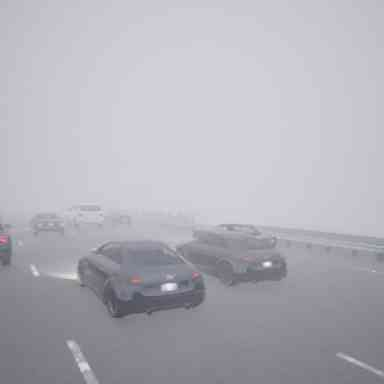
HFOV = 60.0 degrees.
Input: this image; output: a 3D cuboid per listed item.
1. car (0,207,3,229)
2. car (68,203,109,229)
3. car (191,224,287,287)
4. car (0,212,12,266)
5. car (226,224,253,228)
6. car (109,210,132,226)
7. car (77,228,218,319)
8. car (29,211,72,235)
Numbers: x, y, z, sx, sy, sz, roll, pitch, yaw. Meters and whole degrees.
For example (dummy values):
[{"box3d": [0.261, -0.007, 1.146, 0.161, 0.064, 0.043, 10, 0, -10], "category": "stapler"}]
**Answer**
[{"box3d": [-16.504, 2.029, 26.972, 1.882, 1.535, 5.008, 2, -2, -30], "category": "car"}, {"box3d": [-9.202, 1.991, 28.365, 2.150, 2.045, 5.566, 2, -2, -30], "category": "car"}, {"box3d": [1.045, 1.974, 10.812, 1.994, 1.385, 4.181, 2, -2, -30], "category": "car"}, {"box3d": [-7.840, 1.600, 12.185, 2.097, 1.767, 4.553, 2, -2, -30], "category": "car"}, {"box3d": [1.833, 2.220, 16.415, 1.895, 1.301, 4.718, 2, -2, -30], "category": "car"}, {"box3d": [-7.170, 2.460, 31.774, 1.812, 1.442, 4.674, 2, -2, -30], "category": "car"}, {"box3d": [-1.437, 1.824, 8.126, 1.994, 1.385, 4.181, 2, -2, -30], "category": "car"}, {"box3d": [-9.942, 2.105, 22.656, 2.033, 1.411, 5.357, 2, -2, -30], "category": "car"}]
